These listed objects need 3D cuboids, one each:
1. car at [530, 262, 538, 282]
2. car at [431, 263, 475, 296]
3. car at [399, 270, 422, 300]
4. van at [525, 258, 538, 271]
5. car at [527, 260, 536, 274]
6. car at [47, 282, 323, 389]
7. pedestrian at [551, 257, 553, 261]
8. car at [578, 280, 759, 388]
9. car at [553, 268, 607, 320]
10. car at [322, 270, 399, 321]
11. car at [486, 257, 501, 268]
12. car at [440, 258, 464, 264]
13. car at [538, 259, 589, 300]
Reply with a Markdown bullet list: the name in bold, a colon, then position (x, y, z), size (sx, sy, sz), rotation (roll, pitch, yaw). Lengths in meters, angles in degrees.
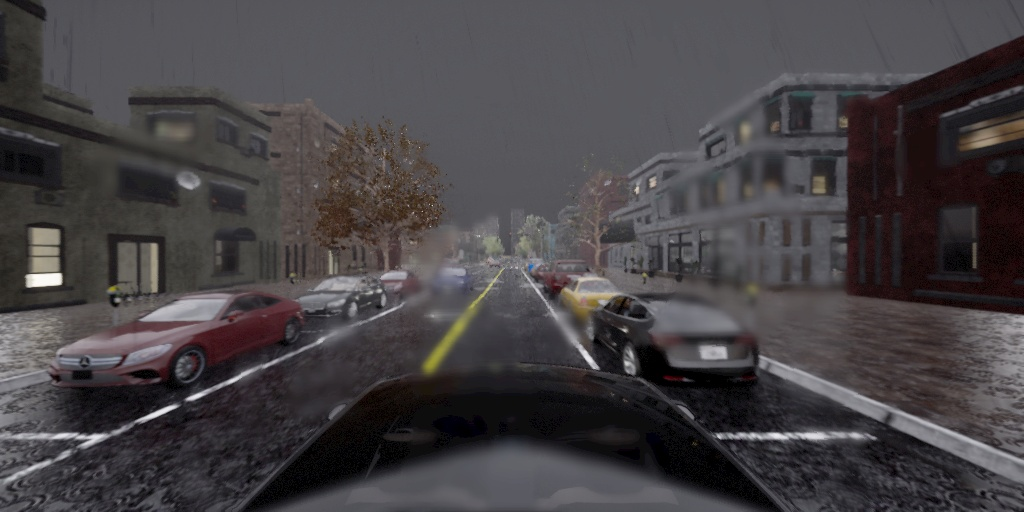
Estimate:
- **car**: position (2.695, 1.393, 29.037), size (1.802, 1.307, 4.207), rotation (0, 0, 0)
- **car**: position (-3.100, 1.316, 19.636), size (1.812, 1.442, 4.674), rotation (0, 0, 0)
- **car**: position (-5.686, 1.369, 17.939), size (1.802, 1.307, 4.207), rotation (0, 0, 0)
- **van**: position (2.695, 1.176, 40.134), size (1.690, 1.789, 3.998), rotation (0, 0, 0)
- **car**: position (2.696, 1.349, 34.755), size (1.751, 1.417, 4.829), rotation (0, 0, 0)
- **car**: position (-5.686, 1.344, 6.841), size (1.802, 1.307, 4.207), rotation (0, 0, 0)
- **pedestrian**: position (7.137, 1.023, 64.711), size (0.375, 1.860, 0.375), rotation (-1, 0, 0)
- **car**: position (2.695, 1.327, 6.844), size (1.948, 1.339, 4.313), rotation (0, 0, 0)
- **car**: position (2.696, 1.299, 12.561), size (1.751, 1.417, 4.829), rotation (0, 0, 0)
- **car**: position (-5.686, 1.325, 12.390), size (2.007, 1.370, 4.403), rotation (0, 0, 0)
- **car**: position (-2.998, 1.401, 63.554), size (1.882, 1.535, 5.008), rotation (0, 0, 0)
- **car**: position (-5.686, 1.138, 34.583), size (2.192, 1.841, 5.009), rotation (0, 0, 0)
- **car**: position (2.695, 1.101, 17.941), size (2.192, 1.841, 5.009), rotation (0, 0, 0)
